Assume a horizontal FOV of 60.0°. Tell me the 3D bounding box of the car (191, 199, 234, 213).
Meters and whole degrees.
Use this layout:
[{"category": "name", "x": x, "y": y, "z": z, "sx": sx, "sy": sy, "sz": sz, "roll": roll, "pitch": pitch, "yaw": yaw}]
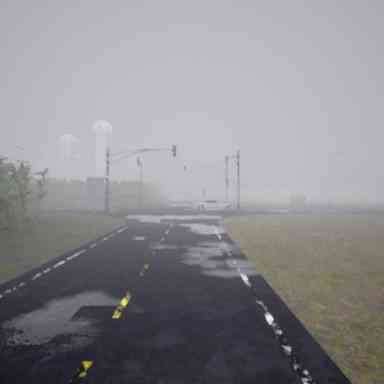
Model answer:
[{"category": "car", "x": 2.248, "y": 1.490, "z": 36.693, "sx": 4.674, "sy": 1.442, "sz": 1.812, "roll": 1, "pitch": 0, "yaw": -4}]
